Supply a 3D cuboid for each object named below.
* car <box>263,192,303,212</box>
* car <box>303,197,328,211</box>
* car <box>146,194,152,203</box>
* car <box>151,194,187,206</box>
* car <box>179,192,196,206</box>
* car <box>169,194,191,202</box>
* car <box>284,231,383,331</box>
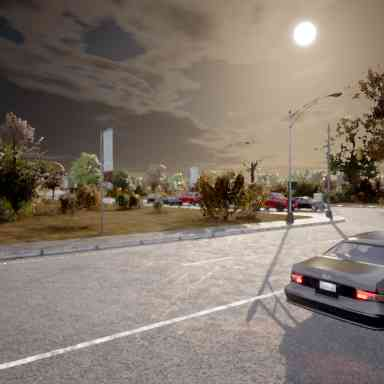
[{"bbox_3d":[8.750,1.059,36.252,2.150,2.045,5.566,-1,0,-37],"label":"car"},{"bbox_3d":[12.629,1.304,36.986,2.128,1.511,4.902,-1,0,-39],"label":"car"},{"bbox_3d":[-6.413,1.176,60.631,2.097,1.767,4.553,-1,0,-38],"label":"car"},{"bbox_3d":[-3.605,1.393,51.519,2.033,1.411,5.357,-1,0,-39],"label":"car"},{"bbox_3d":[-0.081,1.042,52.723,2.150,2.045,5.566,-1,0,-39],"label":"car"},{"bbox_3d":[-2.428,1.253,67.082,1.882,1.535,5.008,-1,0,-39],"label":"car"},{"bbox_3d":[4.176,1.528,6.746,5.357,1.411,2.033,0,0,-36],"label":"car"}]
